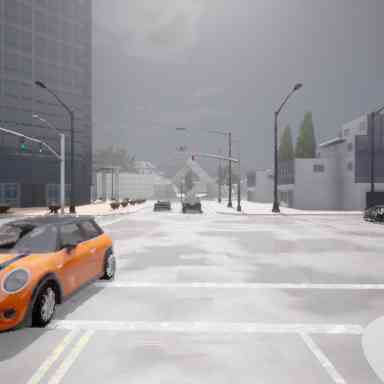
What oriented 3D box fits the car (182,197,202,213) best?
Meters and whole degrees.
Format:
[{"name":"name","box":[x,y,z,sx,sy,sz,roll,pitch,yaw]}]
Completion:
[{"name":"car","box":[-0.014,1.352,37.587,2.097,1.767,4.553,0,0,-1]}]

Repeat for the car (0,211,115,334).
[{"name":"car","box":[-3.273,1.361,7.036,2.097,1.767,4.553,0,0,6]}]

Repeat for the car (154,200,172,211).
[{"name":"car","box":[-3.619,1.601,41.646,1.895,1.301,4.718,0,0,0]}]

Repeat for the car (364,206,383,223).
[{"name":"car","box":[14.628,1.337,23.417,4.553,1.767,2.097,0,0,-4]}]

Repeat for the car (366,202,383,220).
[{"name":"car","box":[17.407,1.514,27.161,5.357,1.411,2.033,0,0,-1]}]
